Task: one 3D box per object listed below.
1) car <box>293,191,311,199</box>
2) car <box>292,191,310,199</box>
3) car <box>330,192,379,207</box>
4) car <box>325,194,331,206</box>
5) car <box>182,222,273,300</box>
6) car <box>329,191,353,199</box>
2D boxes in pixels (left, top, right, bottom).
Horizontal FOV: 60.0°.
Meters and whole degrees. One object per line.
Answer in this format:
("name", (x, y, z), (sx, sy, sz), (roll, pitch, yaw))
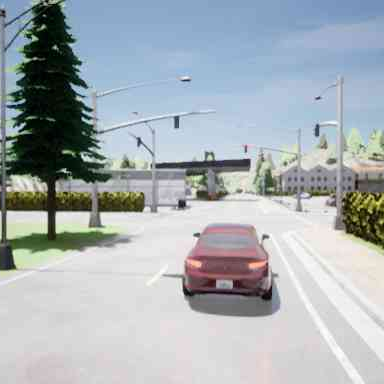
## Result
("car", (26.042, 0.649, 79.047), (3.866, 1.878, 1.905), (0, 0, 9))
("car", (24.912, 0.950, 75.863), (3.806, 1.475, 1.970), (0, 0, 9))
("car", (19.087, 1.127, 38.925), (4.514, 1.523, 2.007), (0, 0, 9))
("car", (19.533, 1.101, 42.031), (5.027, 1.636, 2.152), (0, 0, 9))
("car", (0.941, 1.481, 8.247), (1.812, 1.442, 4.674), (0, 0, 9))
("car", (33.290, 0.692, 74.555), (4.605, 1.855, 1.932), (0, 0, 9))
